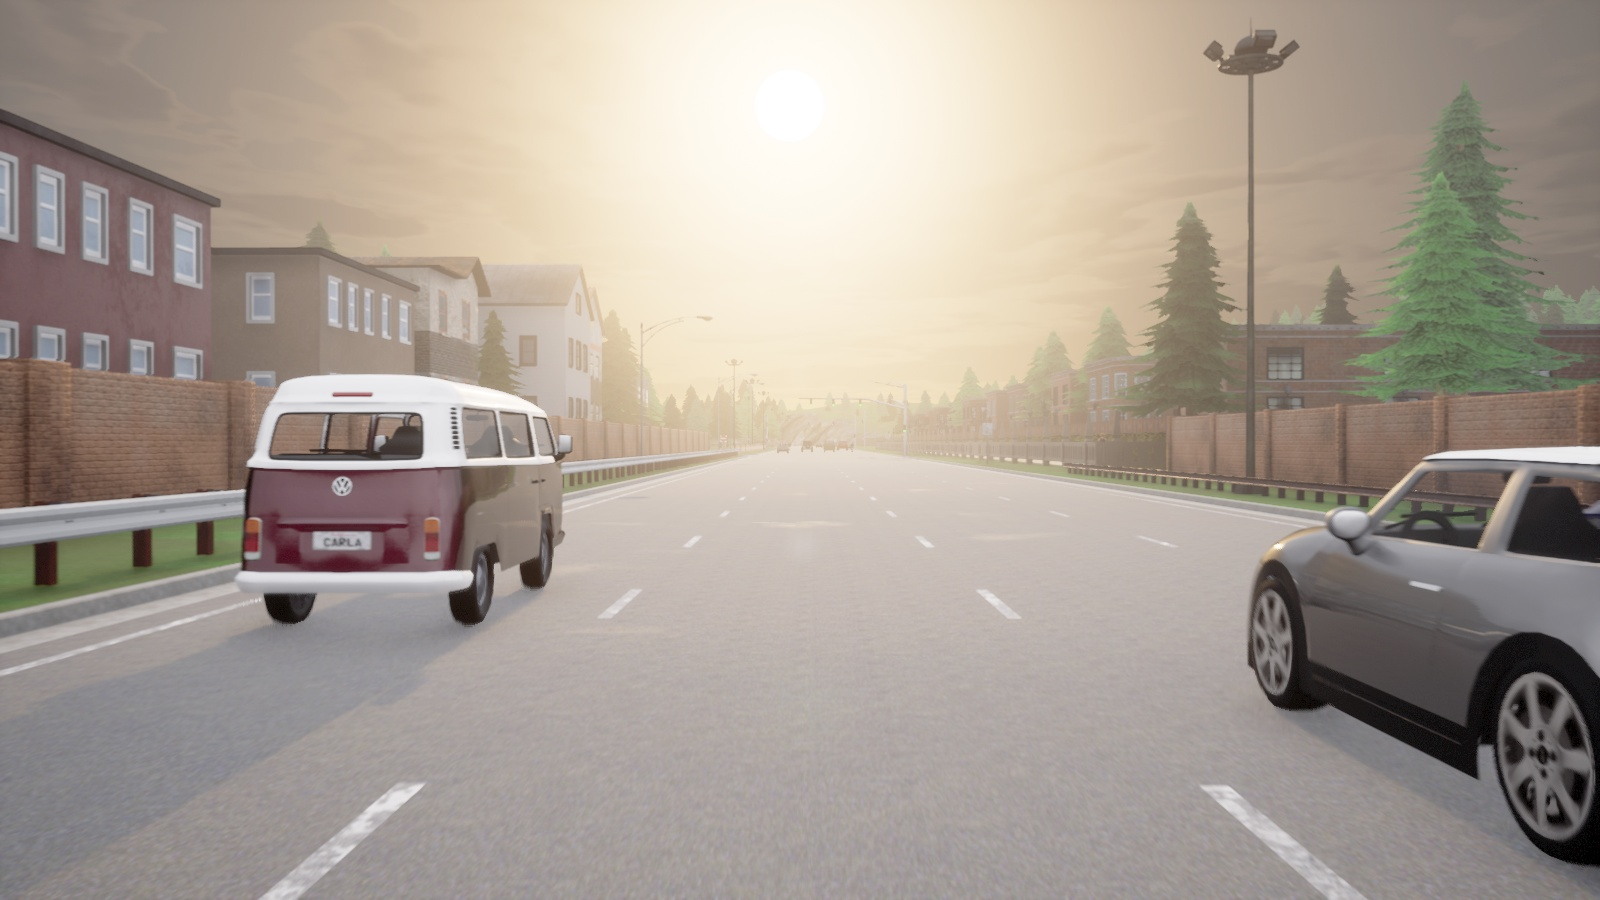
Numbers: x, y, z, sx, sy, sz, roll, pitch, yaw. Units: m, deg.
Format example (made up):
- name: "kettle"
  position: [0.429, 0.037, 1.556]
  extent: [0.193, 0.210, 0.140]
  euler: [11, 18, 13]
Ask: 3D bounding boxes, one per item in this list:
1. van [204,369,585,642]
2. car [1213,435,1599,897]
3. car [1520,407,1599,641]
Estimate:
- name: "van"
  position: [-3.418, 0.401, 11.644]
  extent: [2.069, 2.038, 4.480]
  euler: [0, 0, 0]
- name: "car"
  position: [3.549, 0.681, 5.908]
  extent: [1.970, 1.475, 3.806]
  euler: [0, 0, 0]
- name: "car"
  position: [7.062, 0.564, 8.226]
  extent: [2.097, 1.767, 4.553]
  euler: [0, 0, 0]
